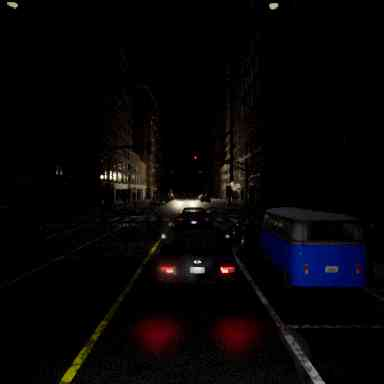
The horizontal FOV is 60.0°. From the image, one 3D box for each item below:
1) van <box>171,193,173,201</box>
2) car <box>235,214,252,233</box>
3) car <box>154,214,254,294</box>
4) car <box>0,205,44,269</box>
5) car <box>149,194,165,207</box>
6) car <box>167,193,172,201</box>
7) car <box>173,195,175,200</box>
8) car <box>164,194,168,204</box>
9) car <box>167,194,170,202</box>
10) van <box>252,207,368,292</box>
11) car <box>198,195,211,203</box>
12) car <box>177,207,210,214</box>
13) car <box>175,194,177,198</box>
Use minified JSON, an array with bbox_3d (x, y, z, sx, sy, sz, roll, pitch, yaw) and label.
[{"bbox_3d":[-5.702,1.305,74.079,1.690,1.788,3.998,0,0,0],"label":"van"},{"bbox_3d":[2.850,1.562,14.292,1.947,1.339,4.313,0,0,0],"label":"car"},{"bbox_3d":[0.097,1.546,8.900,2.033,1.411,5.357,0,0,0],"label":"car"},{"bbox_3d":[-5.673,1.313,8.588,2.192,1.841,5.009,0,0,0],"label":"car"},{"bbox_3d":[-5.692,1.493,52.106,1.752,1.417,4.829,0,0,0],"label":"car"},{"bbox_3d":[-5.699,1.509,68.629,1.887,1.381,4.507,0,0,0],"label":"car"},{"bbox_3d":[-5.704,1.516,79.530,2.008,1.369,4.403,0,0,0],"label":"car"},{"bbox_3d":[-5.694,1.516,57.727,2.008,1.369,4.403,0,0,0],"label":"car"},{"bbox_3d":[-5.697,1.509,63.178,1.887,1.381,4.507,0,0,0],"label":"car"},{"bbox_3d":[2.851,1.339,8.631,1.690,1.788,3.998,0,0,0],"label":"van"},{"bbox_3d":[2.825,1.404,68.668,1.967,1.590,4.097,0,0,0],"label":"car"},{"bbox_3d":[0.093,1.557,19.220,1.994,1.385,4.181,0,0,0],"label":"car"},{"bbox_3d":[-5.707,1.282,84.981,2.192,1.841,5.009,0,0,0],"label":"car"}]
